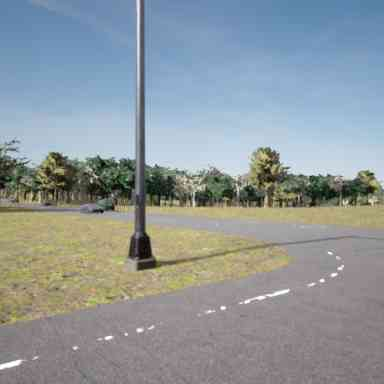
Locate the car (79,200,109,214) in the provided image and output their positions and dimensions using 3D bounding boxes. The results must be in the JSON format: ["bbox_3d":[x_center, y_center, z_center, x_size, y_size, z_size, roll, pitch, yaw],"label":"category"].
[{"bbox_3d":[-13.222,2.180,43.784,2.033,1.411,5.357,3,-3,-35],"label":"car"}]

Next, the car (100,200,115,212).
[{"bbox_3d":[-15.503,2.385,58.839,2.150,2.045,5.566,3,-3,-36],"label":"car"}]
